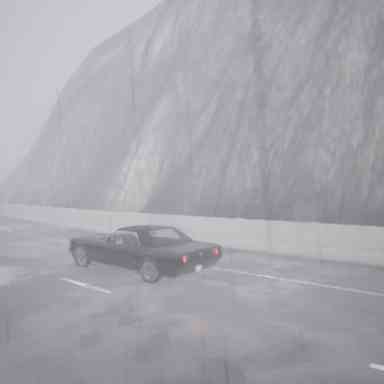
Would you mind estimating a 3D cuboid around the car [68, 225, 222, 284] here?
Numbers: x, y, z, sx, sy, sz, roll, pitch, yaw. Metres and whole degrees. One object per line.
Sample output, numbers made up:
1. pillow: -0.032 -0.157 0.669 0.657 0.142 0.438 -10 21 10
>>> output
1. car: -1.571 1.620 9.688 4.718 1.301 1.895 0 0 38
